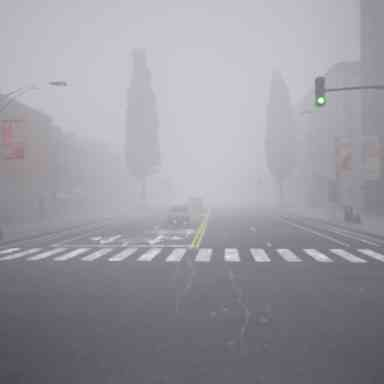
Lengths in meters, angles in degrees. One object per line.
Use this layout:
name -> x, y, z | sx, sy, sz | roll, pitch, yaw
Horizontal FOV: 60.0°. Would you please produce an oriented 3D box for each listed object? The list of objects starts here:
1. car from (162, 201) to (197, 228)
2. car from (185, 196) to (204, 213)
car -> -0.921, 1.691, 23.930 | 1.837, 1.490, 4.892 | -1, 0, 4
car -> 0.358, 1.538, 42.199 | 2.150, 2.045, 5.566 | -1, -1, 4
